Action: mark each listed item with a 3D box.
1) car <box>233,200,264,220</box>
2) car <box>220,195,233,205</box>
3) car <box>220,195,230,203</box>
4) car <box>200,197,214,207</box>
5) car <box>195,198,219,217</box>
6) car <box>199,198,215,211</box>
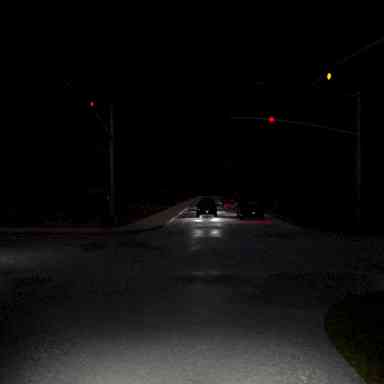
[{"bbox_3d":[4.843,1.443,27.991,1.882,1.535,5.008,0,0,3],"label":"car"},{"bbox_3d":[6.353,1.566,59.014,1.895,1.301,4.718,0,0,3],"label":"car"},{"bbox_3d":[6.838,1.470,68.975,1.837,1.490,4.892,0,0,3],"label":"car"},{"bbox_3d":[2.339,1.529,50.357,1.994,1.385,4.181,0,0,3],"label":"car"},{"bbox_3d":[1.384,1.470,30.997,1.837,1.490,4.892,0,0,3],"label":"car"},{"bbox_3d":[1.847,1.470,40.449,1.837,1.490,4.892,0,0,3],"label":"car"}]
